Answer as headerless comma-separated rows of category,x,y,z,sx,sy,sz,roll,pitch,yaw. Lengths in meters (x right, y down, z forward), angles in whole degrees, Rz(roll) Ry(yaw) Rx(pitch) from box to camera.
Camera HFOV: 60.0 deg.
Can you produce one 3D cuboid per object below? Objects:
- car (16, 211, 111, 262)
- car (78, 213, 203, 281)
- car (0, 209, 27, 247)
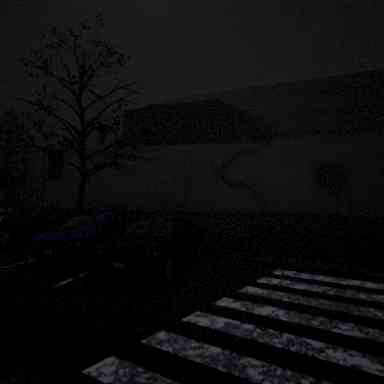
car,-3.431,1.497,11.937,2.097,1.535,5.008,0,-1,16
car,-1.021,1.485,10.213,2.097,1.535,5.008,0,-1,16
car,-8.229,1.532,15.392,2.231,1.521,4.892,0,-1,17
